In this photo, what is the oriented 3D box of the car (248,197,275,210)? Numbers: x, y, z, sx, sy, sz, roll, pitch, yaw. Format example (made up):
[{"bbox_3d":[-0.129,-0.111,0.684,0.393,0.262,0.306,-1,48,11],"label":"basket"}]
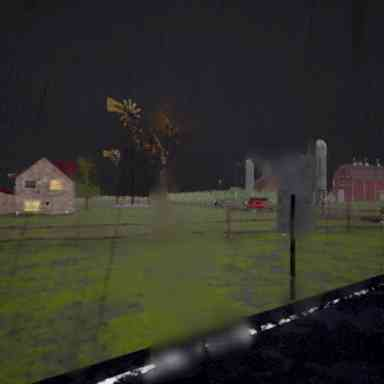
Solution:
[{"bbox_3d":[10.252,1.773,49.516,2.150,2.045,5.566,1,-1,-15],"label":"car"}]

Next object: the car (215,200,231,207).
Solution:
[{"bbox_3d":[6.028,2.313,65.134,2.128,1.511,4.902,1,-1,-15],"label":"car"}]
